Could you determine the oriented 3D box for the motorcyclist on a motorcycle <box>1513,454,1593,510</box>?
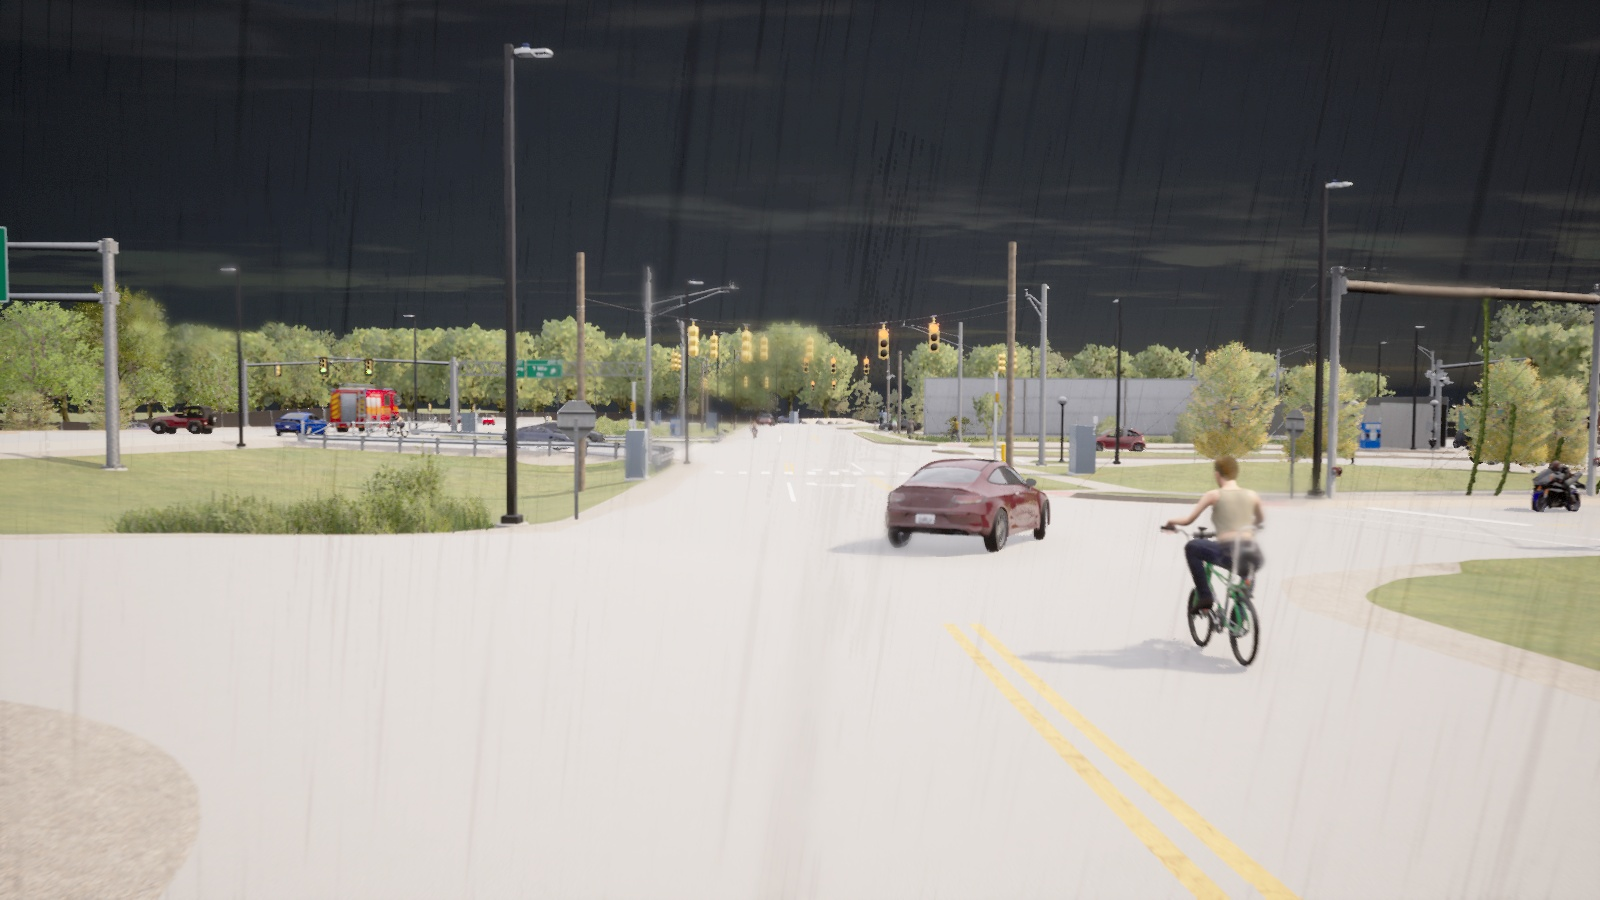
[{"bbox_3d":[21.595,0.896,36.001,2.191,1.530,0.866,0,3,-27],"label":"motorcyclist on a motorcycle"}]

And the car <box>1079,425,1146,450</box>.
[{"bbox_3d":[20.882,-0.867,83.924,3.988,1.617,1.851,0,2,-1],"label":"car"}]

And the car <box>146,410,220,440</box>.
[{"bbox_3d":[-40.270,-1.645,82.045,3.866,1.878,1.905,0,1,-2],"label":"car"}]

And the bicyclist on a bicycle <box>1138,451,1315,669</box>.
[{"bbox_3d":[3.374,0.822,10.095,0.866,1.612,1.509,0,0,-2],"label":"bicyclist on a bicycle"}]

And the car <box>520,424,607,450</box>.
[{"bbox_3d":[-14.094,-0.802,74.894,4.892,1.490,1.837,0,2,-3],"label":"car"}]

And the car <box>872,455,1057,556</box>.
[{"bbox_3d":[2.929,0.842,21.395,1.812,1.442,4.674,0,1,25],"label":"car"}]

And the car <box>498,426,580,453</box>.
[{"bbox_3d":[-14.782,-0.609,71.292,4.181,1.385,1.994,2,2,1],"label":"car"}]

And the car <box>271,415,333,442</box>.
[{"bbox_3d":[-30.990,-1.365,78.297,1.882,1.535,5.008,2,1,-1],"label":"car"}]
